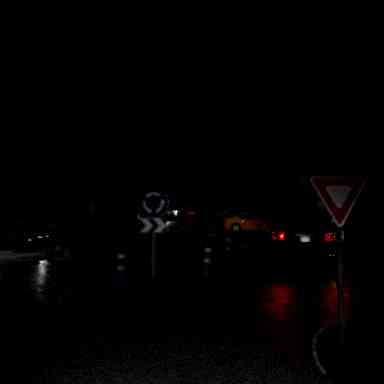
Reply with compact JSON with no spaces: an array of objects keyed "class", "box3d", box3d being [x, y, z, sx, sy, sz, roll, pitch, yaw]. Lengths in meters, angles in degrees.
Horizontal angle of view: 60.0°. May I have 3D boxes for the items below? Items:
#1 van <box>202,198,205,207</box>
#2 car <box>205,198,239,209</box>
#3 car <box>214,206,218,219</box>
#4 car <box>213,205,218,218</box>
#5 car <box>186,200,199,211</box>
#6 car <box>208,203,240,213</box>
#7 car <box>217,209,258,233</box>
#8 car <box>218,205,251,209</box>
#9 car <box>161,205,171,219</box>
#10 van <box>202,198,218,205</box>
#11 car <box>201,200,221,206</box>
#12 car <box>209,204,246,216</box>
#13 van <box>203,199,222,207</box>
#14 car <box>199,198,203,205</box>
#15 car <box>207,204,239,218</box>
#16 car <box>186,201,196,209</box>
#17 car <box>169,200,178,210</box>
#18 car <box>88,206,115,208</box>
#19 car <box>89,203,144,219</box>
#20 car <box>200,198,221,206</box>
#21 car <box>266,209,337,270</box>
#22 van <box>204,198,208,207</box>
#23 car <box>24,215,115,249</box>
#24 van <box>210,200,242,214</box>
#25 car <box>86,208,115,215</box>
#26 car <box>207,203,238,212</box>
[{"class":"van","box3d":[4.771,2.398,65.149,4.442,1.987,1.878,0,-1,0]},{"class":"car","box3d":[4.880,2.179,42.996,5.566,2.045,2.435,0,0,0]},{"class":"car","box3d":[4.803,2.416,31.916,4.792,1.488,2.163,0,0,0]},{"class":"car","box3d":[4.834,2.437,34.686,4.674,1.452,2.002,0,0,0]},{"class":"car","box3d":[-0.111,2.557,57.701,1.837,1.490,4.892,0,-1,1]},{"class":"car","box3d":[4.894,2.501,51.429,4.792,1.488,2.163,0,0,0]},{"class":"car","box3d":[4.818,2.365,26.499,5.008,1.535,2.097,0,0,0]},{"class":"car","box3d":[4.859,2.250,29.271,4.553,1.767,2.185,0,0,0]},{"class":"car","box3d":[-3.795,2.435,38.126,1.837,1.490,4.892,0,0,0]},{"class":"van","box3d":[5.051,2.750,92.974,4.442,1.987,1.878,0,-1,0]},{"class":"car","box3d":[4.920,2.904,87.306,5.008,1.535,2.097,0,-1,0]},{"class":"car","box3d":[4.827,2.470,45.765,4.792,1.488,2.163,0,0,0]},{"class":"van","box3d":[5.033,2.610,81.894,4.442,1.987,1.878,0,-1,0]},{"class":"car","box3d":[4.869,2.443,70.689,5.566,2.045,2.435,0,-1,0]},{"class":"car","box3d":[4.656,2.405,37.456,5.366,1.575,1.946,0,0,0]},{"class":"car","box3d":[-0.147,2.656,67.850,1.882,1.535,5.008,0,-1,0]},{"class":"car","box3d":[-3.661,2.309,61.706,2.150,2.045,5.566,0,-1,0]},{"class":"car","box3d":[-8.242,2.387,31.944,5.008,1.535,2.097,0,0,0]},{"class":"car","box3d":[-8.214,2.146,34.721,5.566,2.045,2.435,0,0,0]},{"class":"car","box3d":[4.902,2.689,90.204,5.566,2.045,2.435,0,-1,0]},{"class":"car","box3d":[4.122,1.651,12.836,2.150,2.045,5.566,-1,-2,14]},{"class":"van","box3d":[4.766,2.296,56.824,4.442,1.987,1.878,0,-1,0]},{"class":"car","box3d":[-6.135,2.105,17.248,1.837,1.490,4.892,-2,-5,31]},{"class":"van","box3d":[4.977,2.229,48.660,4.442,1.987,1.878,0,0,0]},{"class":"car","box3d":[-8.281,2.405,29.168,4.792,1.488,2.163,0,0,0]},{"class":"car","box3d":[4.899,2.523,54.069,4.792,1.488,2.163,0,-1,0]}]
